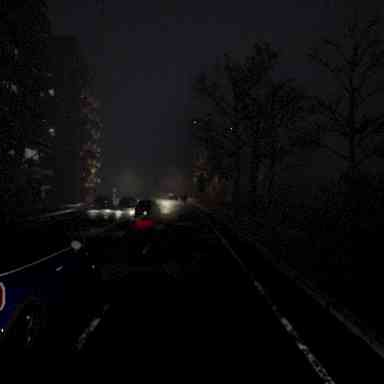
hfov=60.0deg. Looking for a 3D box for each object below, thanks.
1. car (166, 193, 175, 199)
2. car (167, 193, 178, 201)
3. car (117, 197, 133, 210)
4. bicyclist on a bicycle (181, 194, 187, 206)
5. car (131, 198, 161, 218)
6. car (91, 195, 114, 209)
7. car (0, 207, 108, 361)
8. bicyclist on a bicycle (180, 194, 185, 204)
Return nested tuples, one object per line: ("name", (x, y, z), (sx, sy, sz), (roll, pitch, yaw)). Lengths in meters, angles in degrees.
("car", (-5.572, 1.068, 87.079), (2.033, 1.411, 5.357), (0, 0, -8))
("car", (-4.163, 1.248, 74.886), (2.128, 1.511, 4.902), (0, 0, -6))
("car", (-7.869, 1.339, 40.526), (1.882, 1.535, 5.008), (0, 0, -3))
("bicyclist on a bicycle", (-0.979, 1.192, 49.737), (0.659, 1.776, 1.843), (0, 0, -4))
("car", (-3.823, 1.407, 28.860), (1.837, 1.490, 4.892), (0, 0, -2))
("car", (-11.197, 1.212, 41.681), (2.097, 1.767, 4.553), (0, 0, -3))
("car", (-3.205, 1.332, 6.050), (2.097, 1.767, 4.553), (0, 0, -1))
("bicyclist on a bicycle", (-1.743, 1.220, 59.449), (0.866, 1.612, 1.509), (0, 0, -5))
